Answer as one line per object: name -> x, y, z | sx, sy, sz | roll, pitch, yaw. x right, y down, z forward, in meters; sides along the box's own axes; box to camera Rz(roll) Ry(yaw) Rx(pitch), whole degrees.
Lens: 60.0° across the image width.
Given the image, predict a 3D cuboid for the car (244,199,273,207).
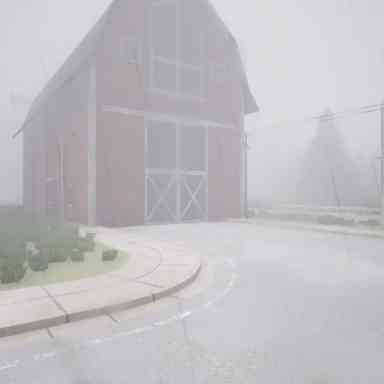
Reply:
car -> 8.348, 1.591, 42.664 | 1.994, 1.385, 4.181 | 0, 0, -34
